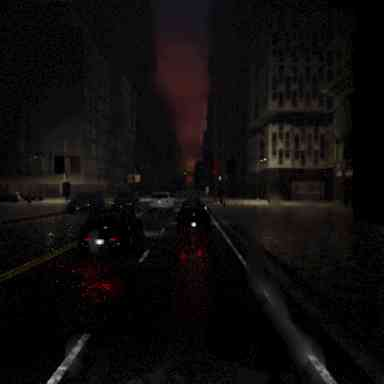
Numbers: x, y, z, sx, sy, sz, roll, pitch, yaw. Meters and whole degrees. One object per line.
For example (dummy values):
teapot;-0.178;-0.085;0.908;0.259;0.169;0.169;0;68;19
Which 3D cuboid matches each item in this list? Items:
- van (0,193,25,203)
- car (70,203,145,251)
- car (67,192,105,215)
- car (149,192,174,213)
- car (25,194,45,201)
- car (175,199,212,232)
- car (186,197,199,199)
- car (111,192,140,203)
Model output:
van;-30.569;0.977;55.284;3.998;1.788;1.690;0;1;0
car;-3.156;1.429;13.752;1.837;1.490;4.892;0;0;0
car;-9.860;1.049;31.454;2.150;2.045;5.566;0;0;0
car;-3.165;1.027;34.979;2.150;2.045;5.566;0;0;0
car;-30.567;1.047;63.811;4.313;1.339;1.947;0;1;0
car;0.092;1.397;19.447;1.837;1.490;4.892;0;0;0
car;0.084;1.275;36.646;1.882;1.535;5.008;0;0;0
car;-6.609;1.037;33.700;2.150;2.045;5.566;0;0;0
